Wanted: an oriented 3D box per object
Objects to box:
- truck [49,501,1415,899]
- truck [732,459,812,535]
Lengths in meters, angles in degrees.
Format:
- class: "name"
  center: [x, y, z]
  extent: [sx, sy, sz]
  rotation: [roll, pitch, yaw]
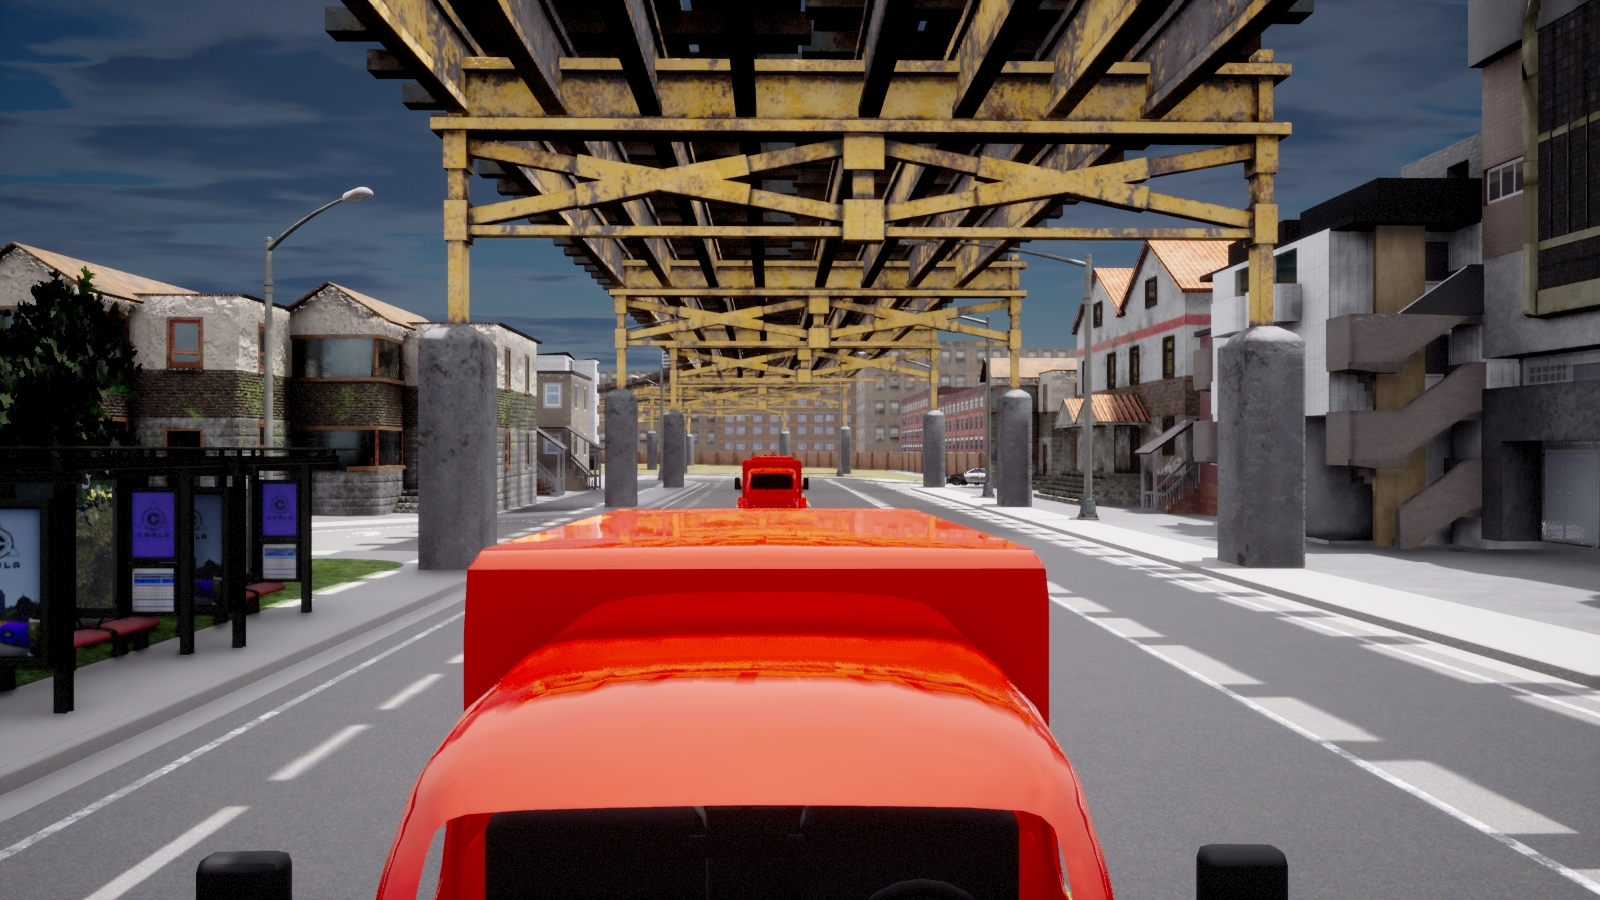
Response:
- class: "truck"
  center: [-0.167, 1.568, 4.802]
  extent: [2.627, 2.467, 5.204]
  rotation: [0, 0, -1]
- class: "truck"
  center: [-0.986, 1.568, 40.176]
  extent: [2.627, 2.467, 5.204]
  rotation: [0, 0, -1]
